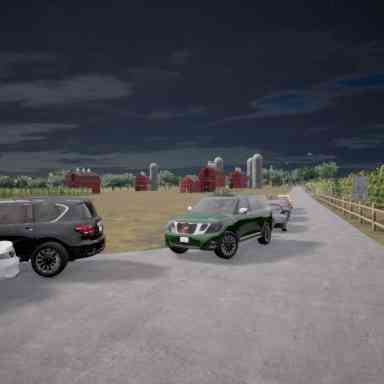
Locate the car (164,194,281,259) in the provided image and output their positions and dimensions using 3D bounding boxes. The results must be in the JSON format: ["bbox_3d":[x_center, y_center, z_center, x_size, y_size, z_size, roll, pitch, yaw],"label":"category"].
[{"bbox_3d":[1.298,1.106,12.668,2.150,2.045,5.566,0,0,34],"label":"car"}]

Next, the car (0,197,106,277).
[{"bbox_3d":[-5.365,1.225,9.595,5.566,2.045,2.150,-1,1,-4],"label":"car"}]

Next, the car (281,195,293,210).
[{"bbox_3d":[6.266,1.231,24.727,1.882,1.535,5.008,0,0,18],"label":"car"}]

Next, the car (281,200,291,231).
[{"bbox_3d":[4.415,1.377,18.993,1.994,1.385,4.181,0,0,17],"label":"car"}]

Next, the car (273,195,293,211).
[{"bbox_3d":[10.003,1.104,36.475,1.882,1.535,5.008,0,1,18],"label":"car"}]

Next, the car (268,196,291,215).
[{"bbox_3d":[8.189,1.193,30.772,1.837,1.490,4.892,0,0,18],"label":"car"}]

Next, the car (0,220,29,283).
[{"bbox_3d":[-6.103,1.612,6.677,4.674,1.442,1.812,-2,2,-38],"label":"car"}]
